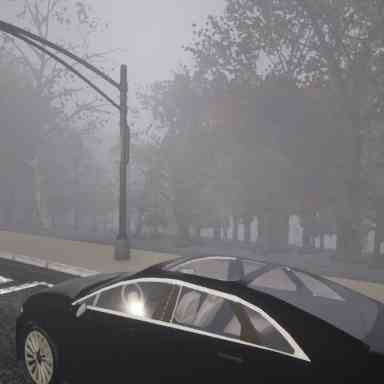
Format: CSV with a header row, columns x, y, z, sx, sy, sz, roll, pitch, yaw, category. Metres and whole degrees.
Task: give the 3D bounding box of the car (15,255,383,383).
x,y,z,sx,sy,sz,roll,pitch,yaw,category
-0.017,1.491,3.712,4.902,1.511,2.128,0,0,34,car
